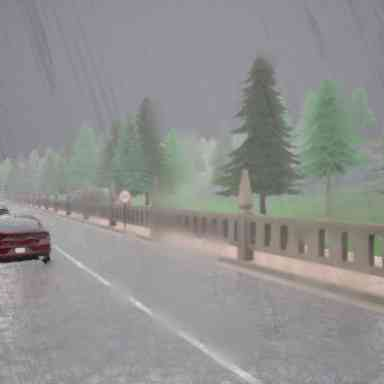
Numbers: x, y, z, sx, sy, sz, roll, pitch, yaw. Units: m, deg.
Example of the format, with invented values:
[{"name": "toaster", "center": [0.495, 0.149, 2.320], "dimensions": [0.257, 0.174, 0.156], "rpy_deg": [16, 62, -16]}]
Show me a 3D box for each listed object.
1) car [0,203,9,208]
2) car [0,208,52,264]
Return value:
[{"name": "car", "center": [-15.401, 1.585, 25.975], "dimensions": [1.882, 1.535, 5.008], "rpy_deg": [0, 0, -32]}, {"name": "car", "center": [-6.200, 1.522, 11.555], "dimensions": [1.882, 1.535, 5.008], "rpy_deg": [0, 0, -32]}]
